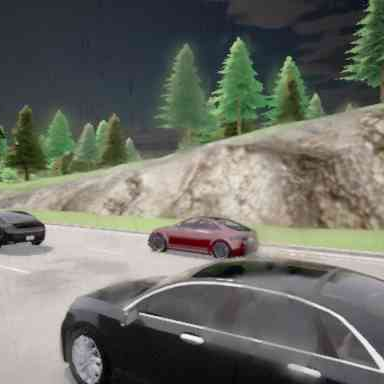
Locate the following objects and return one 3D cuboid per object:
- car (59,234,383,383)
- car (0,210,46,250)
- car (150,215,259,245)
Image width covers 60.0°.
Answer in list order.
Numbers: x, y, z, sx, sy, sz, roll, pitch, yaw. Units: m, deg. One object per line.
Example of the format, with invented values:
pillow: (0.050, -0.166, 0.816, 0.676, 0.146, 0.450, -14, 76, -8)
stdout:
car: (0.535, 1.506, 3.628, 4.892, 1.490, 1.837, 0, 0, 35)
car: (-8.145, 1.513, 14.094, 4.892, 1.490, 1.837, 0, 0, 35)
car: (0.344, 1.570, 12.349, 4.181, 1.385, 1.994, 0, 0, 35)
